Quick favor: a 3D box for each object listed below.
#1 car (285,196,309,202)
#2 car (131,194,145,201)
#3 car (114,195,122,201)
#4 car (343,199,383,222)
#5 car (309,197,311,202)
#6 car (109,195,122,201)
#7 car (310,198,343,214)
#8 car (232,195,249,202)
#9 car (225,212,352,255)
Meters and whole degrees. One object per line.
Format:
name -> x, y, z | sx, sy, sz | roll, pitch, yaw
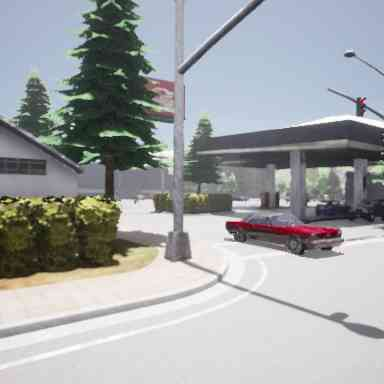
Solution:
car -> 26.217, 1.796, 84.604 | 2.152, 1.636, 5.027 | 0, 0, -36
car -> -14.161, 1.408, 87.144 | 2.152, 1.636, 5.027 | 0, 0, -36
car -> -17.974, 1.486, 75.251 | 2.007, 1.523, 4.514 | 0, 0, -36
car -> 14.888, 1.501, 28.001 | 3.866, 1.878, 1.905 | 0, 0, -36
car -> 28.723, 1.826, 86.492 | 2.007, 1.523, 4.514 | 0, 0, -36
car -> -19.160, 1.444, 83.106 | 1.970, 1.475, 3.806 | 0, 0, -36
car -> 15.063, 1.696, 35.130 | 4.611, 1.667, 2.242 | 0, 0, -36
car -> 12.124, 1.705, 83.840 | 1.845, 1.501, 3.633 | 0, 0, -36
car -> 3.456, 1.501, 13.176 | 1.895, 1.301, 4.718 | 1, 1, -33
